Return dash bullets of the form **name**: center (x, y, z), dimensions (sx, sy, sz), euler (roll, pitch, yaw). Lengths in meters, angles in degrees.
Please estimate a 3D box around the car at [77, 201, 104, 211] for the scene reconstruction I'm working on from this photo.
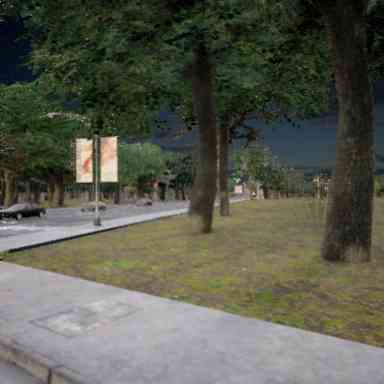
- **car**: center (-15.573, 2.078, 51.182), dimensions (1.812, 1.442, 4.674), euler (-1, -1, 13)

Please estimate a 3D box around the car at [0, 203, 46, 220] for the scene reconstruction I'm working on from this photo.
- **car**: center (-16.441, 1.868, 32.447), dimensions (1.882, 1.535, 5.008), euler (-1, 0, 13)

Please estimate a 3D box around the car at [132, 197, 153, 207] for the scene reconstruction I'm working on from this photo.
- **car**: center (-9.274, 1.960, 64.385), dimensions (2.097, 1.767, 4.553), euler (-1, -1, 13)

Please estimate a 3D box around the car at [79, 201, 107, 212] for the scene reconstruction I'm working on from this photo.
- **car**: center (-13.442, 2.004, 45.890), dimensions (1.812, 1.442, 4.674), euler (-1, 0, 14)

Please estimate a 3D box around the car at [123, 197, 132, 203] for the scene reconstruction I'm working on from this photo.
- **car**: center (-12.138, 1.636, 66.472), dimensions (2.097, 1.767, 4.553), euler (-1, -1, 12)
